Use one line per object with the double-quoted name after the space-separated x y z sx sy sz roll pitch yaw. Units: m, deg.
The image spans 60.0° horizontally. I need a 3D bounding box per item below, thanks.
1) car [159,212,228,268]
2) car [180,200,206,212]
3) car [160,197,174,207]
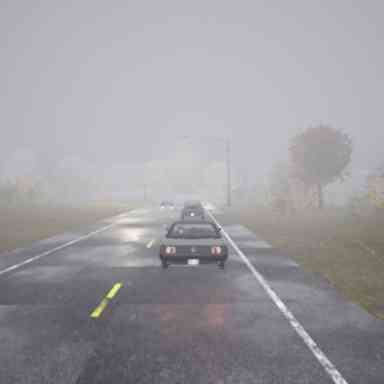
0.055 1.566 11.063 1.895 1.301 4.718 0 0 0 "car"
0.057 1.421 27.675 1.837 1.490 4.892 0 1 0 "car"
-3.600 1.408 49.194 2.033 1.411 5.357 0 0 0 "car"
